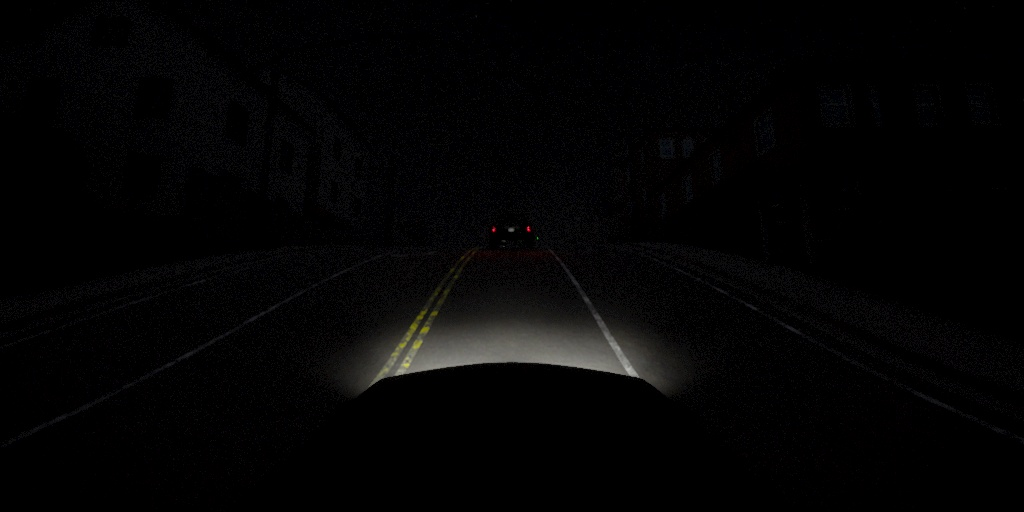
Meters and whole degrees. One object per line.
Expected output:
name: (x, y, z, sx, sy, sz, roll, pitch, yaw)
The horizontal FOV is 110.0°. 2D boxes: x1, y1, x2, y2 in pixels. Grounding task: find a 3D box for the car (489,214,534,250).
car: (-0.029, -1.300, 18.294, 2.097, 1.767, 4.553, 0, 4, 0)
